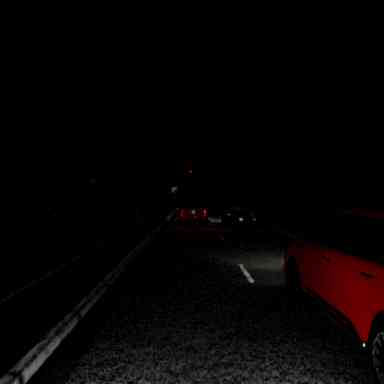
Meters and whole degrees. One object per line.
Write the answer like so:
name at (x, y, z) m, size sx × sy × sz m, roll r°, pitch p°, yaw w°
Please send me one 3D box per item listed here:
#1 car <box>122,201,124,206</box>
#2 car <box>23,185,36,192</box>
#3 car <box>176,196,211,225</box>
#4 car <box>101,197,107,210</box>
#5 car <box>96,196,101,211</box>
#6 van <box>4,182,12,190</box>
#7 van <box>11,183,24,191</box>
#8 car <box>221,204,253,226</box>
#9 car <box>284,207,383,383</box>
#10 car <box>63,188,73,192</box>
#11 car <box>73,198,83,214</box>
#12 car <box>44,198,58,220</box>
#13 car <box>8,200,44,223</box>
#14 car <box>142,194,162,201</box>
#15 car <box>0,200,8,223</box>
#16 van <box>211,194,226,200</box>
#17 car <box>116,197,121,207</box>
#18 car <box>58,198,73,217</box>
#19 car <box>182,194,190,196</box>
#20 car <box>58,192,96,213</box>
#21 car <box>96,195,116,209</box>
car at (-13.635, 1.630, 54.666) m, size 4.553 × 1.767 × 2.185 m, roll -1°, pitch 0°, yaw -19°
car at (-40.213, -0.597, 83.458) m, size 2.231 × 1.521 × 4.892 m, roll 6°, pitch -3°, yaw -19°
car at (0.100, 1.401, 24.813) m, size 2.097 × 1.767 × 4.553 m, roll 0°, pitch 0°, yaw 0°
car at (-13.776, 1.703, 42.618) m, size 4.674 × 1.452 × 2.002 m, roll -1°, pitch 0°, yaw -20°
car at (-13.964, 1.640, 39.552) m, size 5.366 × 1.575 × 1.946 m, roll -1°, pitch 0°, yaw -20°
van at (-46.174, -1.369, 83.430) m, size 1.878 × 1.987 × 4.442 m, roll 6°, pitch -3°, yaw -19°
van at (-43.158, -1.096, 83.401) m, size 1.878 × 1.987 × 4.442 m, roll 6°, pitch -3°, yaw -19°
car at (3.100, 1.568, 23.342) m, size 1.812 × 1.442 × 4.674 m, roll 0°, pitch 0°, yaw 0°
car at (3.100, 1.220, 4.984) m, size 2.150 × 2.045 × 5.566 m, roll 0°, pitch 0°, yaw 0°
car at (-31.175, -0.030, 83.407) m, size 2.435 × 2.045 × 5.566 m, roll 6°, pitch -3°, yaw -19°
car at (-13.824, 1.626, 33.598) m, size 4.792 × 1.488 × 2.163 m, roll -1°, pitch 0°, yaw -20°
car at (-13.836, 1.431, 27.605) m, size 4.553 × 1.767 × 2.185 m, roll -1°, pitch -1°, yaw -20°
car at (-13.775, 1.413, 24.619) m, size 4.553 × 1.767 × 2.185 m, roll -1°, pitch 0°, yaw -20°
car at (-11.462, 1.808, 92.473) m, size 4.792 × 1.488 × 2.163 m, roll -1°, pitch 0°, yaw -15°
car at (-13.835, 1.262, 18.593) m, size 5.566 × 2.045 × 2.435 m, roll -1°, pitch 0°, yaw -20°
van at (7.265, 1.509, 95.074) m, size 4.442 × 1.987 × 1.878 m, roll 1°, pitch 0°, yaw -14°
car at (-13.724, 1.458, 48.653) m, size 5.566 × 2.045 × 2.435 m, roll -1°, pitch -1°, yaw -20°
car at (-13.808, 1.577, 30.614) m, size 4.892 × 1.521 × 2.231 m, roll -1°, pitch -1°, yaw -20°
car at (0.113, 1.510, 40.753) m, size 2.097 × 1.767 × 4.553 m, roll 0°, pitch 0°, yaw 0°
car at (-13.824, 1.367, 36.603) m, size 5.566 × 2.045 × 2.435 m, roll -1°, pitch 0°, yaw -20°
car at (-13.796, 1.435, 45.617) m, size 5.566 × 2.045 × 2.435 m, roll -1°, pitch 0°, yaw -20°
